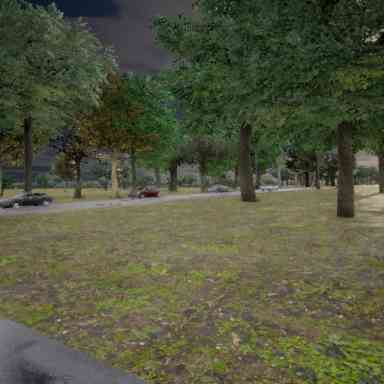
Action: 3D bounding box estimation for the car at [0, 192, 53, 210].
[{"bbox_3d":[-15.679,0.791,31.475,1.837,1.490,4.892,-1,2,35],"label":"car"}]

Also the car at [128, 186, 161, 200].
[{"bbox_3d":[-6.230,0.025,43.899,2.097,1.767,4.553,-1,2,38],"label":"car"}]

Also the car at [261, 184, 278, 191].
[{"bbox_3d":[15.450,-0.862,66.022,1.895,1.301,4.718,-1,2,37],"label":"car"}]

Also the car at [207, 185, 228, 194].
[{"bbox_3d":[4.409,-0.479,57.627,2.128,1.511,4.902,-1,2,38],"label":"car"}]
